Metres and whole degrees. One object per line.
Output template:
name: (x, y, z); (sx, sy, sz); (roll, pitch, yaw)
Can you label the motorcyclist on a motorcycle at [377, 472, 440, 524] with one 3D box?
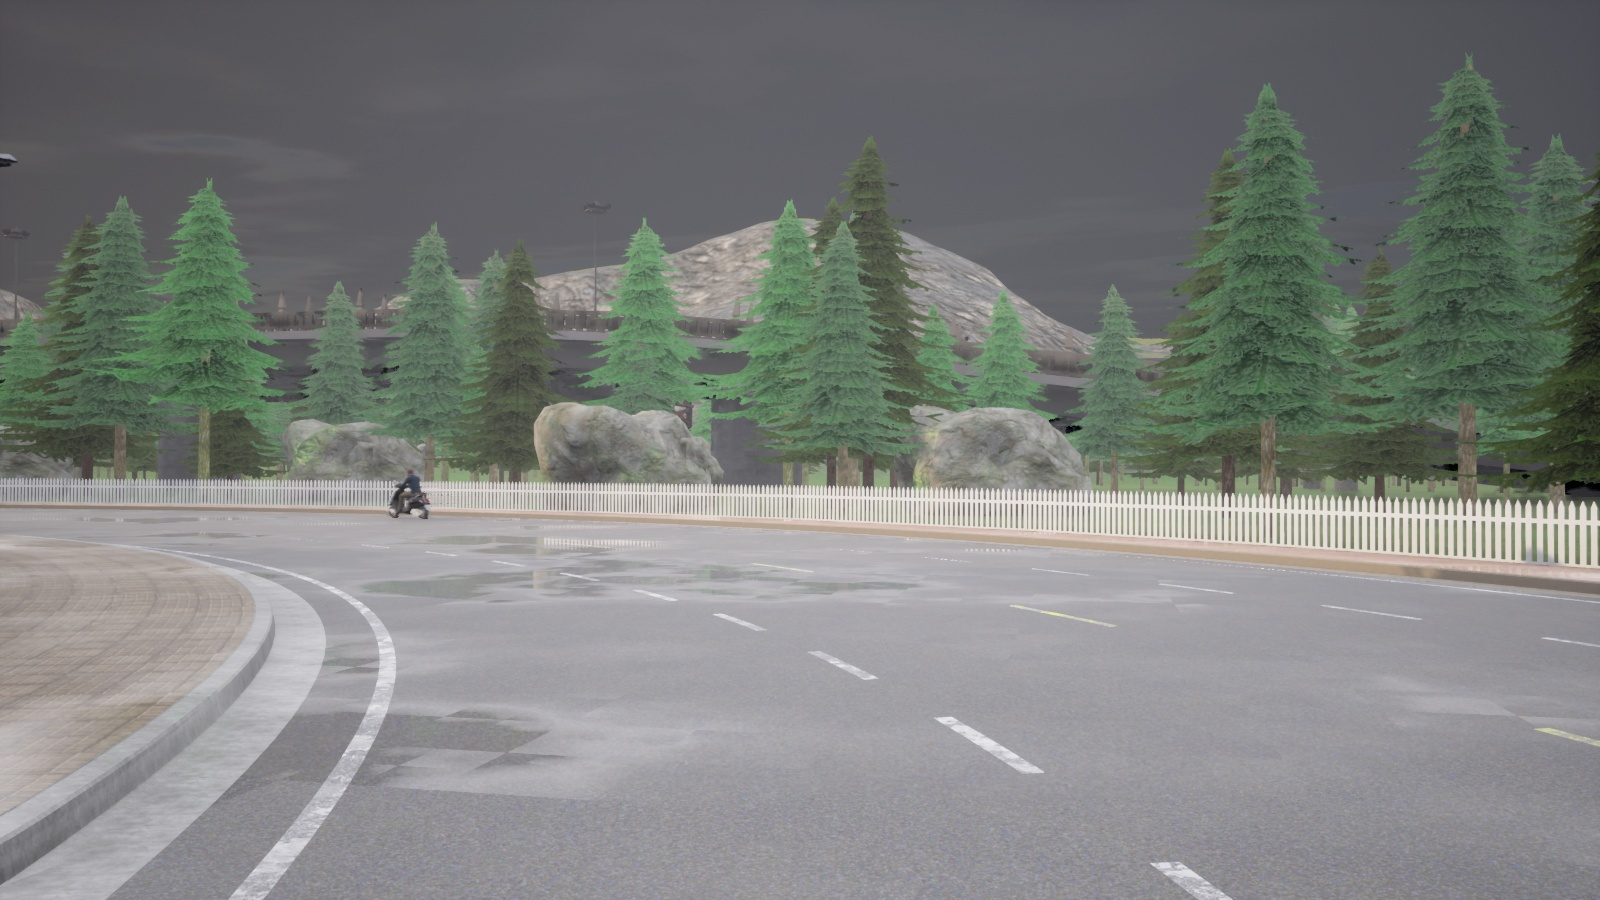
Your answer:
motorcyclist on a motorcycle: (-12.225, 1.474, 39.208); (1.817, 1.590, 0.866); (-1, -1, 31)
